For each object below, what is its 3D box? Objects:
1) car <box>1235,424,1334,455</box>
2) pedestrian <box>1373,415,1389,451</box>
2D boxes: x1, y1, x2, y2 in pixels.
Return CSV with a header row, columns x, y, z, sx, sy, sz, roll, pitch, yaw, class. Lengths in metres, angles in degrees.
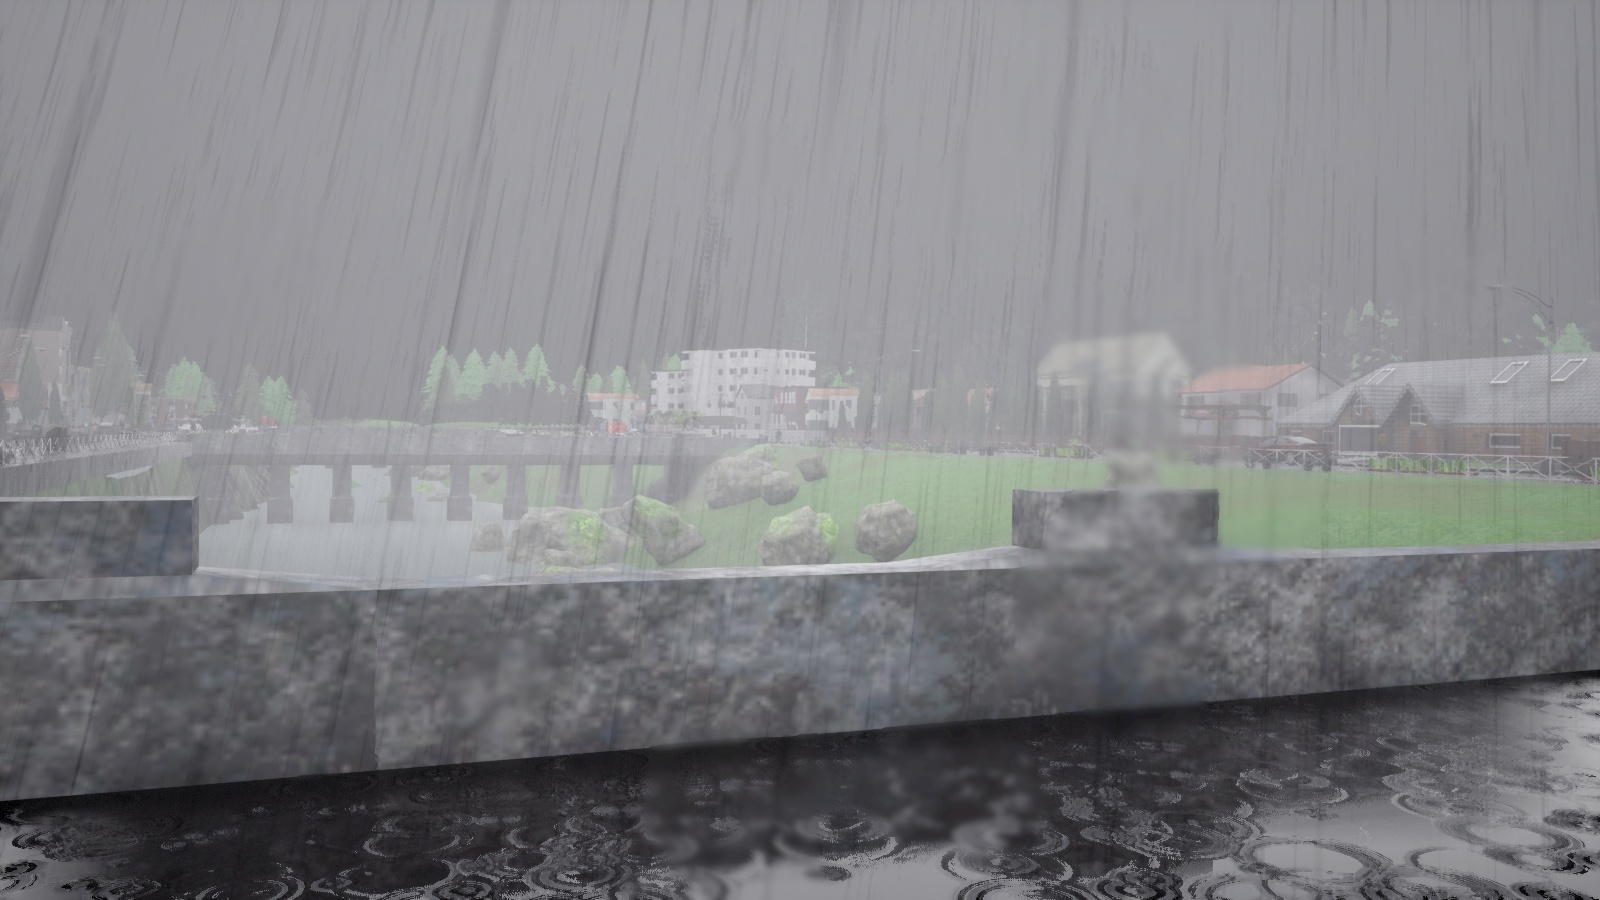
x,y,z,sx,sy,sz,roll,pitch,yaw,class
24.873,-0.545,64.666,1.882,1.535,5.008,-1,1,-21,car
30.142,-0.878,65.154,0.370,1.835,0.726,-1,1,-17,pedestrian
